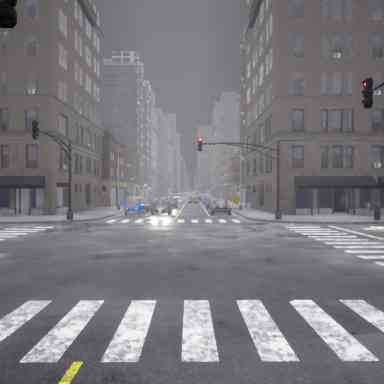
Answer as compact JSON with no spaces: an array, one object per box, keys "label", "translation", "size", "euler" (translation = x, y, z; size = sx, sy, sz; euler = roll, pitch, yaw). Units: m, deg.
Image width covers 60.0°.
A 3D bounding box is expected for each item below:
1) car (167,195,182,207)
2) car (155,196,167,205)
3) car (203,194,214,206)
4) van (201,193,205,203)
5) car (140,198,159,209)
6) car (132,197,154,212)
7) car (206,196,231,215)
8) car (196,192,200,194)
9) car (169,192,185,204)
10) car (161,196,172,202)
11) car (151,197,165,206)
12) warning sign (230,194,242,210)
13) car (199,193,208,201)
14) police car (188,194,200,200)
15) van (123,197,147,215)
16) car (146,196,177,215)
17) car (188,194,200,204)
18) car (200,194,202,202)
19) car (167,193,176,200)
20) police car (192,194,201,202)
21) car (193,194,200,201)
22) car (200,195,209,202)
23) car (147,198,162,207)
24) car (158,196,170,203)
[{"label":"car","translation":[-2.935,1.495,45.094],"size":[2.128,1.511,4.902],"euler":[0,0,0]},{"label":"car","translation":[-5.637,1.527,61.625],"size":[1.752,1.417,4.829],"euler":[0,0,0]},{"label":"car","translation":[2.827,1.443,44.763],"size":[1.967,1.590,4.097],"euler":[0,0,0]},{"label":"van","translation":[2.868,1.344,56.101],"size":[1.690,1.788,3.998],"euler":[0,0,0]},{"label":"car","translation":[-5.698,1.569,44.790],"size":[1.947,1.339,4.313],"euler":[0,0,0]},{"label":"car","translation":[-5.719,1.443,39.122],"size":[1.967,1.590,4.097],"euler":[0,0,0]},{"label":"car","translation":[2.786,1.442,33.425],"size":[1.967,1.590,4.097],"euler":[0,0,0]},{"label":"car","translation":[0.263,1.292,72.998],"size":[1.882,1.535,5.008],"euler":[0,0,0]},{"label":"car","translation":[-2.844,1.225,60.956],"size":[2.150,2.045,5.566],"euler":[0,0,1]},{"label":"car","translation":[-5.595,1.544,73.131],"size":[1.887,1.381,4.507],"euler":[0,0,0]},{"label":"car","translation":[-5.657,1.569,56.127],"size":[1.947,1.339,4.313],"euler":[0,0,0]},{"label":"warning sign","translation":[5.209,1.118,39.410],"size":[1.300,1.860,1.060],"euler":[0,0,0]},{"label":"car","translation":[2.972,1.310,84.448],"size":[2.192,1.841,5.009],"euler":[0,0,0]},{"label":"police car","translation":[0.618,1.415,95.445],"size":[1.930,1.638,5.238],"euler":[0,0,-16]},{"label":"van","translation":[-5.740,1.343,33.454],"size":[1.690,1.788,3.998],"euler":[0,0,0]},{"label":"car","translation":[-2.984,1.494,33.593],"size":[2.128,1.511,4.902],"euler":[0,0,0]},{"label":"car","translation":[0.227,1.603,63.024],"size":[1.895,1.301,4.718],"euler":[0,0,0]},{"label":"car","translation":[2.890,1.527,61.940],"size":[1.752,1.417,4.829],"euler":[0,0,0]},{"label":"car","translation":[-5.533,1.307,90.136],"size":[2.192,1.841,5.009],"euler":[0,0,0]},{"label":"police car","translation":[1.083,1.422,79.521],"size":[1.930,1.638,5.238],"euler":[0,0,-1]},{"label":"car","translation":[1.110,1.448,89.616],"size":[1.801,1.575,5.366],"euler":[0,0,0]},{"label":"car","translation":[2.952,1.437,78.779],"size":[1.967,1.590,4.097],"euler":[0,0,0]},{"label":"car","translation":[-5.678,1.585,50.459],"size":[1.802,1.307,4.206],"euler":[0,0,0]},{"label":"car","translation":[-5.615,1.567,67.463],"size":[1.947,1.339,4.313],"euler":[0,0,0]}]
